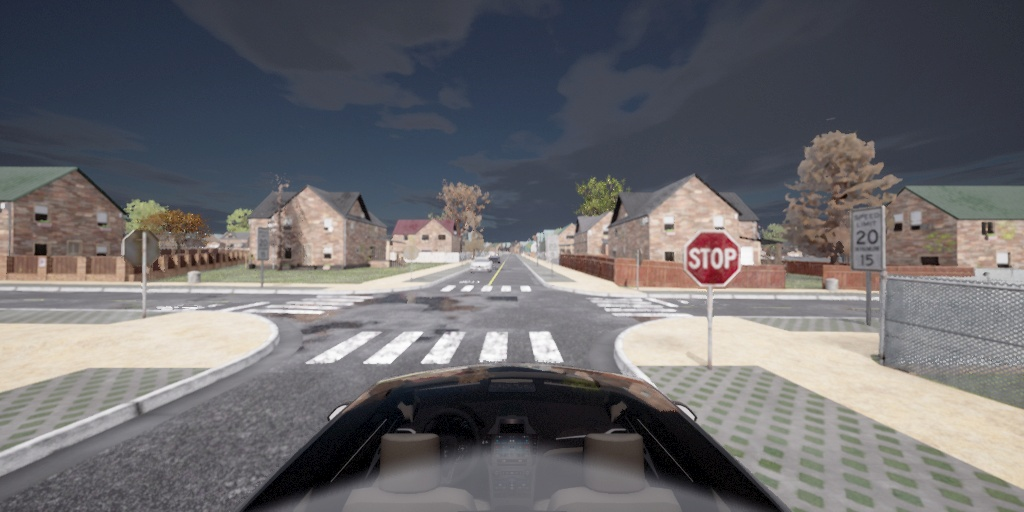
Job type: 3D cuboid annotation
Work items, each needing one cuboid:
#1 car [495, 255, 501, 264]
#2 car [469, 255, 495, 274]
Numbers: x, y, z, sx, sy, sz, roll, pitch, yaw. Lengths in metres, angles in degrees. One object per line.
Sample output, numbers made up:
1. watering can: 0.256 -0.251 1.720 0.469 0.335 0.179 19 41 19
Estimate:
1. car: -2.760 0.516 57.458 2.033 1.411 5.357 0 1 1
2. car: -2.835 0.830 33.685 1.812 1.442 4.674 0 1 0
